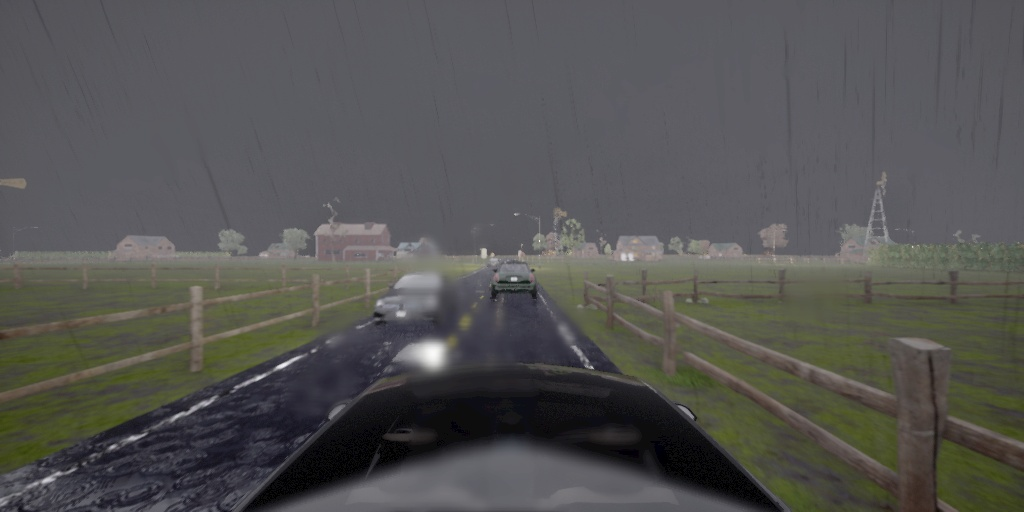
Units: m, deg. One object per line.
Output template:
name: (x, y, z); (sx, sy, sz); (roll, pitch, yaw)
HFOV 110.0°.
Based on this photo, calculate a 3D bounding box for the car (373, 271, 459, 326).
car: (-2.851, 1.230, 11.593); (1.812, 1.442, 4.674); (0, 0, 0)

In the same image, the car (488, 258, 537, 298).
car: (0.095, 1.027, 17.951); (2.097, 1.767, 4.553); (0, 0, 0)
